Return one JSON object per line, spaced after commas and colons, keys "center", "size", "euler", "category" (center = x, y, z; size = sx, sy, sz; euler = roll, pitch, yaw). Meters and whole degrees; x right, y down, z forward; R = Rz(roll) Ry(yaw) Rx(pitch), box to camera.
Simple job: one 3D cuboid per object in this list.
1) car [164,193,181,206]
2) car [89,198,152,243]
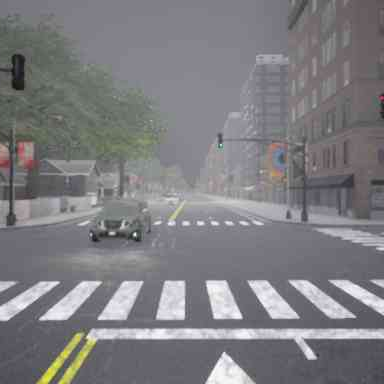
{"center": [-3.306, 1.286, 54.276], "size": [2.150, 2.045, 5.566], "euler": [0, 1, 0], "category": "car"}
{"center": [-3.269, 1.332, 16.355], "size": [2.150, 2.045, 5.566], "euler": [0, 0, 0], "category": "car"}
